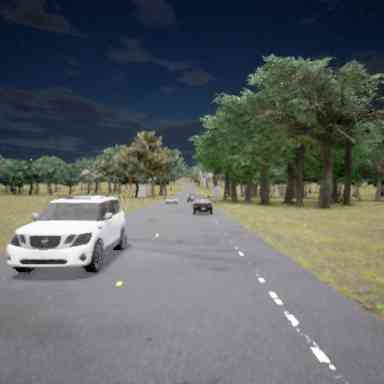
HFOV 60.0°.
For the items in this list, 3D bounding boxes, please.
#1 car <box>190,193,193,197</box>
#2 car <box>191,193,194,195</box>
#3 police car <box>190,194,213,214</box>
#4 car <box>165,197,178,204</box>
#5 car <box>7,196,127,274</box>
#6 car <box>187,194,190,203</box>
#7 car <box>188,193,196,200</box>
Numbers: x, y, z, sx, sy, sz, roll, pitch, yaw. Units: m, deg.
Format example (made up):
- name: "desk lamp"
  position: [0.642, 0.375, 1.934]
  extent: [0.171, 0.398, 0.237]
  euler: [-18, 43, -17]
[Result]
- name: "car"
  position: [1.056, 1.217, 49.059]
  extent: [2.097, 1.767, 4.553]
  euler: [0, 0, 0]
- name: "car"
  position: [1.057, 1.328, 43.273]
  extent: [1.801, 1.575, 5.366]
  euler: [0, 0, 0]
- name: "police car"
  position: [1.055, 1.314, 33.190]
  extent: [1.930, 1.638, 5.238]
  euler: [0, 0, 0]
- name: "car"
  position: [-3.539, 1.462, 57.800]
  extent: [1.895, 1.301, 4.718]
  euler: [0, 0, 1]
- name: "car"
  position: [-3.597, 1.171, 10.781]
  extent: [2.150, 2.045, 5.566]
  euler: [0, 1, 0]
- name: "car"
  position: [0.011, 1.241, 67.064]
  extent: [2.097, 1.767, 4.553]
  euler: [0, 0, 0]
- name: "car"
  position: [0.013, 1.125, 82.601]
  extent: [2.097, 1.767, 4.553]
  euler: [0, 0, 0]
